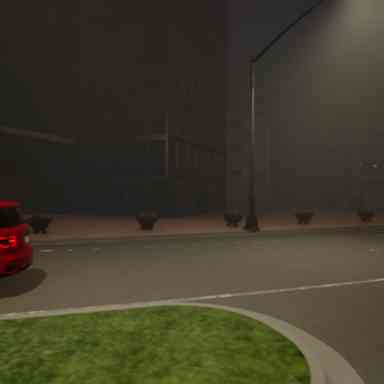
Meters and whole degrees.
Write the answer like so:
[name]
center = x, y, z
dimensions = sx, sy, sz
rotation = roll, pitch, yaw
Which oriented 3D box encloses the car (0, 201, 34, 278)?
[car]
center = -6.510, 1.198, 7.246
dimensions = 5.566, 2.045, 2.150
rotation = 1, 0, -14
